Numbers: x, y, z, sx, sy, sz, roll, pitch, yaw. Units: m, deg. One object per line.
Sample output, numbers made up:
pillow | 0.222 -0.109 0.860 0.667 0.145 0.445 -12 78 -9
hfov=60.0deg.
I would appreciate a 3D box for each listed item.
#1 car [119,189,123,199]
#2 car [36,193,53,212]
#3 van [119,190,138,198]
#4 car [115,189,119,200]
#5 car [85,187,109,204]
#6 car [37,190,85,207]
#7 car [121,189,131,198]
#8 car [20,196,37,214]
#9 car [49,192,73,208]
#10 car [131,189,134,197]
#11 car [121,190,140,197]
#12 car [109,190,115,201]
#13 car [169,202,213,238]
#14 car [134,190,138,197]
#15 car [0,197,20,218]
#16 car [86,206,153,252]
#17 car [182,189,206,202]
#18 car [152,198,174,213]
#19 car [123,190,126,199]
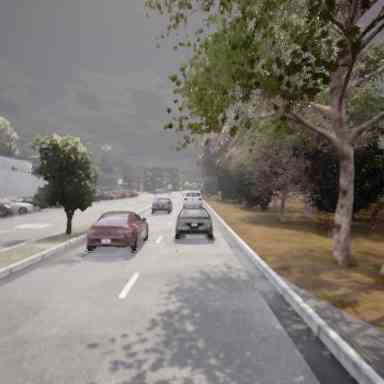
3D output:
car | -16.807 0.794 65.911 4.892 1.521 2.231 -1 0 -20
car | -16.813 1.222 32.903 5.008 1.535 2.097 -1 1 -20
van | -16.608 0.395 86.983 4.442 1.987 1.878 -1 0 -19
car | -16.835 0.695 62.900 4.553 1.767 2.185 -1 0 -20
car | -16.835 0.665 53.887 5.566 2.045 2.435 -1 1 -20
car | -16.794 0.829 41.918 5.566 2.045 2.435 -1 1 -20
car | -16.824 0.491 71.897 5.566 2.045 2.435 -1 1 -20
car | -16.825 1.308 29.903 4.674 1.452 2.002 -1 1 -20
car | -16.790 1.155 38.919 4.792 1.488 2.163 -1 1 -20
car | -16.775 0.734 77.916 4.674 1.452 2.002 -1 1 -20
car | -16.634 0.473 89.961 4.553 1.767 2.185 -1 1 -19
car | -16.774 0.723 59.914 4.553 1.767 2.185 -1 1 -20
car | 0.100 1.476 17.377 2.033 1.411 5.357 0 1 0
car | -16.796 0.419 80.910 5.566 2.045 2.435 -1 1 -20
car | -16.856 1.185 26.891 4.553 1.767 2.185 -1 1 -20
car | -2.900 1.482 13.544 1.812 1.442 4.674 0 0 0
car | 0.100 0.871 38.048 2.150 2.045 5.566 0 1 0
car | -2.900 1.277 33.092 2.033 1.411 5.357 0 1 0
car | -16.823 0.796 68.896 4.792 1.488 2.163 -1 1 -20
